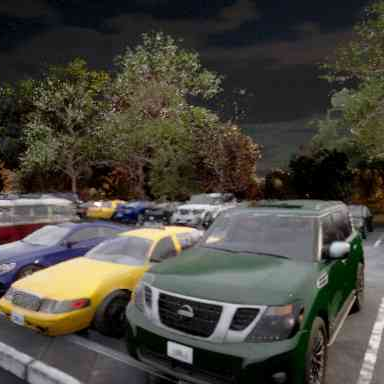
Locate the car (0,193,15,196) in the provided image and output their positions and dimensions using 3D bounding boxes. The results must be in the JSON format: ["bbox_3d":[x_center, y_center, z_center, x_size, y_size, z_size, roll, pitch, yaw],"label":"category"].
[{"bbox_3d":[-15.043,1.076,32.407,2.435,2.045,5.566,1,1,34],"label":"car"}]

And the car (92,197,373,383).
[{"bbox_3d":[1.418,1.202,5.548,2.435,2.045,5.566,0,0,34],"label":"car"}]

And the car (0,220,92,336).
[{"bbox_3d":[-0.997,1.452,6.980,1.946,1.575,5.366,0,0,34],"label":"car"}]

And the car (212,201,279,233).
[{"bbox_3d":[3.390,1.382,20.016,2.097,1.535,5.008,0,0,34],"label":"car"}]

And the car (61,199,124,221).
[{"bbox_3d":[-8.154,1.401,27.718,2.163,1.488,4.792,0,1,34],"label":"car"}]

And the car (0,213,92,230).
[{"bbox_3d":[-3.220,1.495,8.698,2.002,1.452,4.674,0,0,34],"label":"car"}]

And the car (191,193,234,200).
[{"bbox_3d":[1.065,1.131,21.533,2.435,2.045,5.566,0,0,34],"label":"car"}]

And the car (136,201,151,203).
[{"bbox_3d":[-1.225,1.384,23.099,2.231,1.521,4.892,0,0,34],"label":"car"}]

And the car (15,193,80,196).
[{"bbox_3d":[-12.769,1.093,30.813,2.435,2.045,5.566,0,1,34],"label":"car"}]

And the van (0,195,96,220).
[{"bbox_3d":[-5.486,1.229,10.353,1.878,1.987,4.442,0,0,34],"label":"van"}]

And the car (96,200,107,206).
[{"bbox_3d":[-5.732,1.372,26.351,1.946,1.575,5.366,0,0,34],"label":"car"}]

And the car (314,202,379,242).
[{"bbox_3d":[8.002,1.382,16.924,2.231,1.521,4.892,0,0,34],"label":"car"}]

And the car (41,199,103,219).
[{"bbox_3d":[-10.433,1.388,29.316,2.163,1.488,4.792,0,1,34],"label":"car"}]

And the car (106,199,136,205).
[{"bbox_3d":[-3.532,1.381,24.647,2.097,1.535,5.008,0,0,34],"label":"car"}]

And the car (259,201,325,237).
[{"bbox_3d":[5.696,1.381,18.470,2.097,1.535,5.008,0,0,34],"label":"car"}]
